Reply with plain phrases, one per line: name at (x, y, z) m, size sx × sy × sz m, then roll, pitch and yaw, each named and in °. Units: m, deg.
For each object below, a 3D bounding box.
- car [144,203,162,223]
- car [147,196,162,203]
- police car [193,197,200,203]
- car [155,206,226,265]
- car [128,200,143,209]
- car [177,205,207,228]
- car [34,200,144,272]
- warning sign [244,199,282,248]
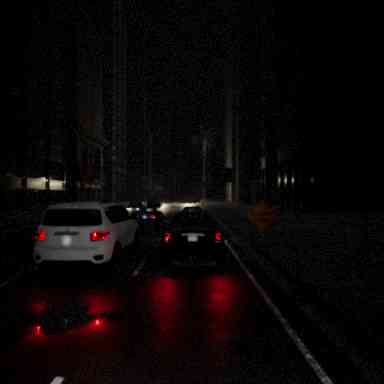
car at (-3.225, 1.782, 25.237) m, size 2.033 × 1.411 × 5.357 m, roll 0°, pitch -1°, yaw 0°
car at (-6.534, 1.759, 57.988) m, size 2.150 × 2.045 × 5.566 m, roll 0°, pitch 0°, yaw 1°
police car at (1.152, 2.307, 93.623) m, size 1.930 × 1.638 × 5.238 m, roll 0°, pitch -1°, yaw 0°
car at (0.044, 1.466, 12.302) m, size 2.097 × 1.767 × 4.553 m, roll 0°, pitch -1°, yaw 1°
car at (-9.783, 2.065, 57.963) m, size 1.812 × 1.442 × 4.674 m, roll 0°, pitch 0°, yaw 1°
car at (0.025, 1.782, 25.239) m, size 2.033 × 1.411 × 5.357 m, roll 0°, pitch -1°, yaw 0°
car at (-3.219, 1.328, 11.292) m, size 2.150 × 2.045 × 5.566 m, roll 0°, pitch 0°, yaw 0°
warning sign at (2.853, 1.241, 13.517) m, size 1.300 × 1.860 × 1.060 m, roll 0°, pitch 0°, yaw 0°
